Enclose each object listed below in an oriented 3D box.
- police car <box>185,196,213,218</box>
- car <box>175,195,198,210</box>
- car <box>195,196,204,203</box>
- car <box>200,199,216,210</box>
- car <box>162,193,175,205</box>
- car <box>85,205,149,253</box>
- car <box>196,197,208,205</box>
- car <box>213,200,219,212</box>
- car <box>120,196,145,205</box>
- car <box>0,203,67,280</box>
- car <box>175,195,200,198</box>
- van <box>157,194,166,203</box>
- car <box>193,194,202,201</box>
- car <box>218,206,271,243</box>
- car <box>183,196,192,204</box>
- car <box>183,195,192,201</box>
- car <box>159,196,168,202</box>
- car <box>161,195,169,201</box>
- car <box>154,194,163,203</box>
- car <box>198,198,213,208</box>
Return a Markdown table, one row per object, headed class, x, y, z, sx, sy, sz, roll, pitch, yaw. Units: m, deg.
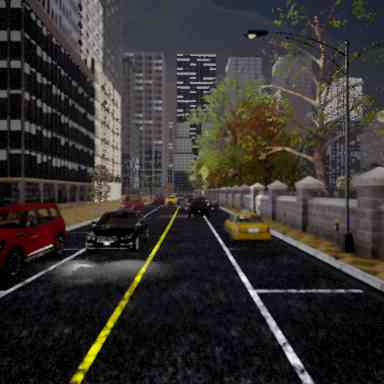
| class | x | y | z | sx | sy | sz | roll | pitch | yaw |
| --- | --- | --- | --- | --- | --- | --- | --- | --- | --- |
| police car | 0.563 | 1.416 | 30.323 | 1.930 | 1.638 | 5.238 | 0 | 0 | -1 |
| car | -0.210 | 1.490 | 39.937 | 1.837 | 1.490 | 4.892 | 0 | 0 | -16 |
| car | 1.565 | 1.544 | 71.165 | 1.802 | 1.307 | 4.206 | 0 | 0 | -1 |
| car | 2.069 | 1.565 | 43.421 | 1.802 | 1.307 | 4.206 | 0 | 0 | -1 |
| car | -3.545 | 1.452 | 57.024 | 1.882 | 1.535 | 5.008 | 0 | 0 | -1 |
| car | -2.916 | 1.503 | 13.741 | 1.837 | 1.490 | 4.892 | 0 | 0 | 0 |
| car | 1.766 | 1.537 | 60.067 | 1.947 | 1.339 | 4.313 | 0 | 0 | -1 |
| car | 2.170 | 1.537 | 37.872 | 2.008 | 1.369 | 4.403 | 0 | 0 | -1 |
| car | -5.758 | 1.306 | 32.327 | 2.192 | 1.841 | 5.009 | 0 | 0 | -1 |
| car | -5.494 | 1.315 | 10.133 | 2.192 | 1.841 | 5.009 | 0 | 0 | 0 |
| car | -0.394 | 1.486 | 46.528 | 1.837 | 1.490 | 4.892 | 0 | 0 | 16 |
| van | -6.461 | 1.304 | 71.111 | 1.690 | 1.788 | 3.998 | 0 | 0 | -1 |
| car | 1.363 | 1.390 | 82.263 | 1.967 | 1.590 | 4.097 | 0 | 0 | -1 |
| car | 2.488 | 1.522 | 15.851 | 1.752 | 1.417 | 4.829 | 0 | 0 | -1 |
| car | -0.865 | 1.494 | 63.748 | 1.812 | 1.442 | 4.674 | 0 | 0 | -1 |
| car | -1.071 | 1.358 | 75.171 | 2.033 | 1.411 | 5.357 | 0 | 0 | -1 |
| car | -6.561 | 1.539 | 76.651 | 1.802 | 1.307 | 4.206 | 0 | 0 | -1 |
| car | -6.659 | 1.477 | 82.020 | 1.752 | 1.417 | 4.829 | 0 | 0 | -1 |
| car | -6.360 | 1.283 | 65.570 | 2.192 | 1.841 | 5.009 | 0 | 0 | -1 |
| car | 1.968 | 1.545 | 48.970 | 1.947 | 1.339 | 4.313 | 0 | 0 | -1 |
